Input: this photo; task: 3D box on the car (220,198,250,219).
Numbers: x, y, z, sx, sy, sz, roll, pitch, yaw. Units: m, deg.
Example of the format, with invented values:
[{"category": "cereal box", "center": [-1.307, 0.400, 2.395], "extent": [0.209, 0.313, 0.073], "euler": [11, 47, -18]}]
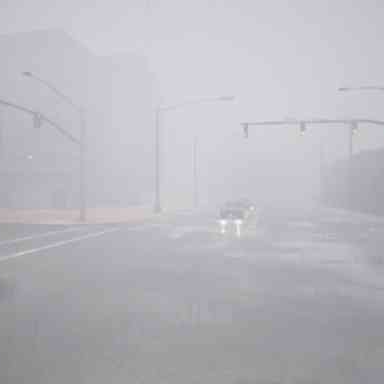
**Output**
[{"category": "car", "center": [3.648, 1.472, 29.018], "extent": [2.033, 1.411, 5.357], "euler": [0, 0, 12]}]

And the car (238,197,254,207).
[{"category": "car", "center": [7.995, 1.473, 48.988], "extent": [1.895, 1.301, 4.718], "euler": [0, 0, 13]}]

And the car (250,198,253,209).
[{"category": "car", "center": [5.783, 1.463, 38.810], "extent": [1.994, 1.385, 4.181], "euler": [0, 0, 13]}]
